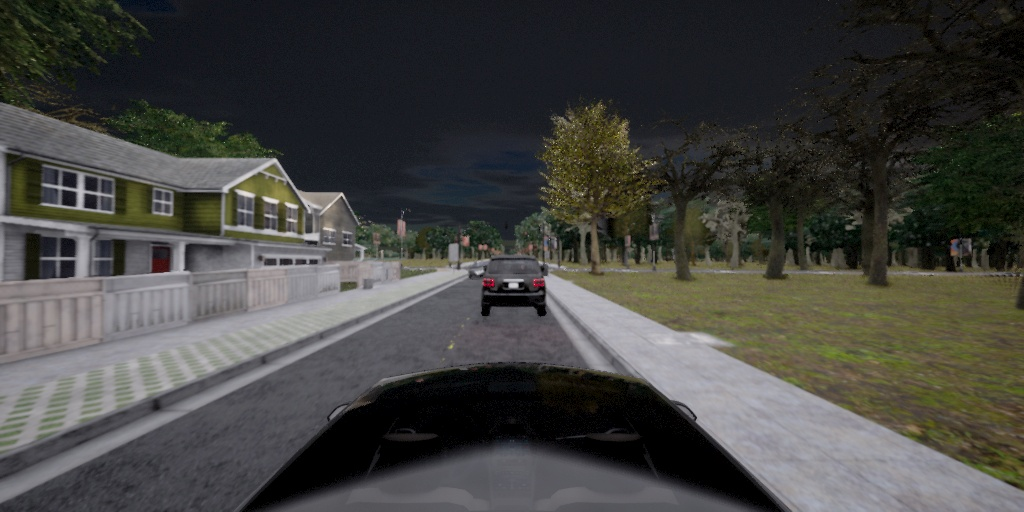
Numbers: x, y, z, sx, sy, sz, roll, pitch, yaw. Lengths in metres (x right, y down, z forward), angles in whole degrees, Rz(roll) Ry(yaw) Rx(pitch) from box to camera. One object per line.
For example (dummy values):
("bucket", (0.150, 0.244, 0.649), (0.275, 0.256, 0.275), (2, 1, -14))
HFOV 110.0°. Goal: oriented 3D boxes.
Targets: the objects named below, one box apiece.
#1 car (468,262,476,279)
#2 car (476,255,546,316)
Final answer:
("car", (-2.798, 1.256, 32.299), (2.128, 1.511, 4.902), (0, 0, 0))
("car", (0.071, 0.983, 13.653), (2.150, 2.045, 5.566), (0, 0, 0))
